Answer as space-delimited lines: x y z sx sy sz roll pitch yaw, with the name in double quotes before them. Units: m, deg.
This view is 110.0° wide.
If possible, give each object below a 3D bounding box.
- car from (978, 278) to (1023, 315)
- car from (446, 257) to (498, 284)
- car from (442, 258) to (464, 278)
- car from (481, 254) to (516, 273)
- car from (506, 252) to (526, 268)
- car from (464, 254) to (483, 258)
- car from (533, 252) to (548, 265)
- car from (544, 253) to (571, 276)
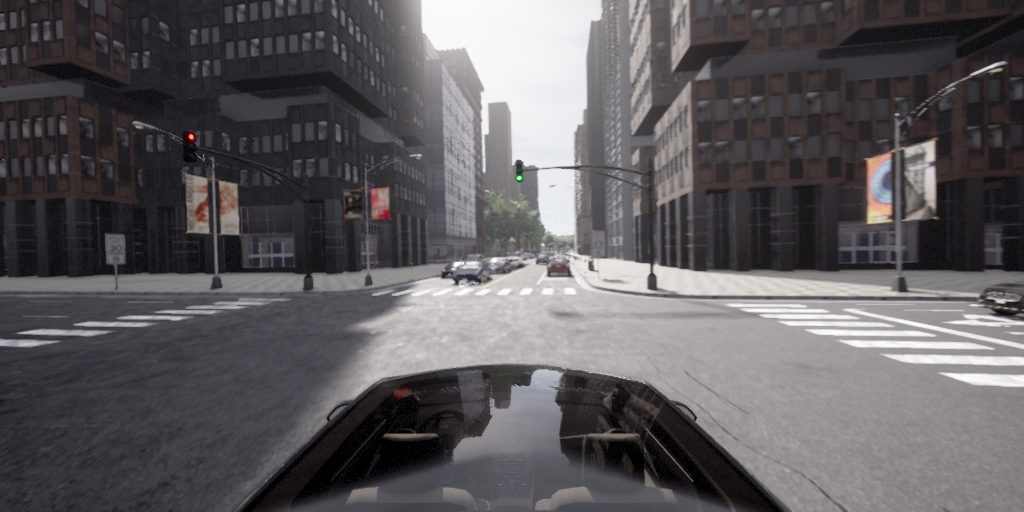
"car" 15.816 0.986 9.515 4.892 1.490 1.837 0 1 8
"car" -2.635 1.069 25.123 2.033 1.411 5.357 -1 1 7
"car" -4.587 1.081 30.570 1.948 1.339 4.313 0 0 8
"car" -1.279 0.880 35.299 2.128 1.511 4.902 -1 1 8
"car" 0.142 0.474 45.831 2.150 2.045 5.566 -1 1 8
"car" -3.866 0.760 35.947 2.192 1.841 5.009 0 0 8
"car" 4.660 0.576 55.540 1.812 1.442 4.674 -1 0 8
"car" 3.860 0.762 29.432 1.967 1.591 4.097 0 0 8
